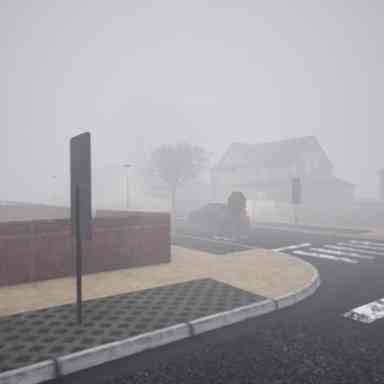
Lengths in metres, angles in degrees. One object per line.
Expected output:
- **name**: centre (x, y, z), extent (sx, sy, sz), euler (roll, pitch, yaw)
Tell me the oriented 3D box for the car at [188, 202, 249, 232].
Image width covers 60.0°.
- **car**: centre (1.543, 1.407, 21.020), extent (2.097, 1.767, 4.553), euler (-1, 0, -29)
